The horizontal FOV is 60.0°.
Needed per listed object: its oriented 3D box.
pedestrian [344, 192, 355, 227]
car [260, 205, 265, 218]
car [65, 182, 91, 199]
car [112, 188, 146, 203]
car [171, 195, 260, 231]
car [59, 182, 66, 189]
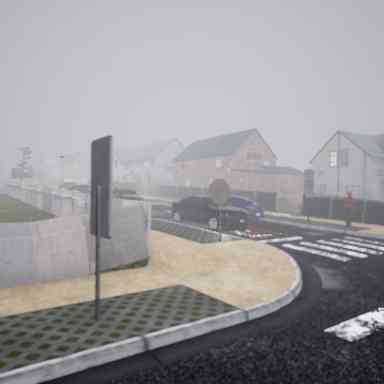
[{"bbox_3d":[8.031,0.876,17.064,0.375,1.860,0.375,4,-2,-35],"label":"pedestrian"},{"bbox_3d":[2.304,0.948,20.067,1.812,1.442,4.674,1,2,-35],"label":"car"},{"bbox_3d":[-11.090,-0.016,33.897,1.837,1.490,4.892,1,2,-35],"label":"car"},{"bbox_3d":[-5.239,0.466,25.632,1.837,1.490,4.892,1,2,-36],"label":"car"},{"bbox_3d":[0.839,0.938,17.068,1.882,1.535,5.008,1,2,-35],"label":"car"},{"bbox_3d":[-18.058,-0.745,48.799,1.837,1.490,4.892,1,3,-35],"label":"car"}]
